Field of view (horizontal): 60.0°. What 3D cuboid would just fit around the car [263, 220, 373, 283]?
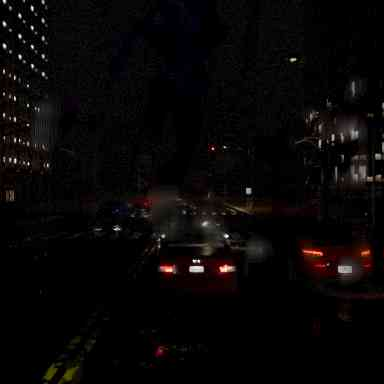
[{"bbox_3d":[3.334,1.522,9.559,1.812,1.442,4.674,0,0,0],"label":"car"}]

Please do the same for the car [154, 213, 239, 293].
[{"bbox_3d":[0.085,1.544,8.974,2.033,1.411,5.357,0,0,0],"label":"car"}]

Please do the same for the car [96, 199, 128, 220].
[{"bbox_3d":[-6.643,1.416,28.034,1.882,1.535,5.008,0,0,0],"label":"car"}]

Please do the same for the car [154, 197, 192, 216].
[{"bbox_3d":[-1.542,1.459,30.078,2.128,1.511,4.902,0,0,-22],"label":"car"}]

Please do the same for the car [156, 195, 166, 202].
[{"bbox_3d":[-6.844,1.410,74.203,1.812,1.442,4.674,0,0,-2],"label":"car"}]

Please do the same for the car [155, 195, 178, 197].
[{"bbox_3d":[-3.422,1.506,45.019,2.033,1.411,5.357,0,0,0],"label":"car"}]

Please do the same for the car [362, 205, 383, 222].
[{"bbox_3d":[16.075,1.617,26.858,4.181,1.385,1.994,0,0,1],"label":"car"}]

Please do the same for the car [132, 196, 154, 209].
[{"bbox_3d":[-6.669,1.438,44.107,1.882,1.535,5.008,0,0,0],"label":"car"}]
